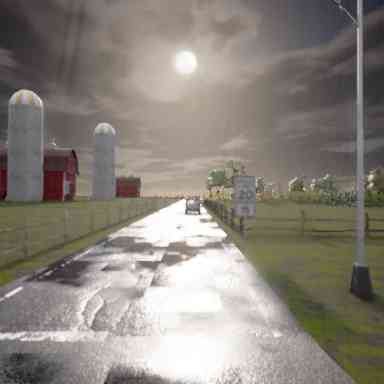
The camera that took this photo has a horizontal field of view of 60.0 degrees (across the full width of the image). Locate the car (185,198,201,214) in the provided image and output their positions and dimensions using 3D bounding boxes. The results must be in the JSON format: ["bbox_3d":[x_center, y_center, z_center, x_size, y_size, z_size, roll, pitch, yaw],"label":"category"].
[{"bbox_3d":[0.087,1.815,40.896,2.128,1.511,4.902,0,0,0],"label":"car"}]

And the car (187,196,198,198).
[{"bbox_3d":[0.110,1.630,51.350,2.150,2.045,5.566,0,0,0],"label":"car"}]
